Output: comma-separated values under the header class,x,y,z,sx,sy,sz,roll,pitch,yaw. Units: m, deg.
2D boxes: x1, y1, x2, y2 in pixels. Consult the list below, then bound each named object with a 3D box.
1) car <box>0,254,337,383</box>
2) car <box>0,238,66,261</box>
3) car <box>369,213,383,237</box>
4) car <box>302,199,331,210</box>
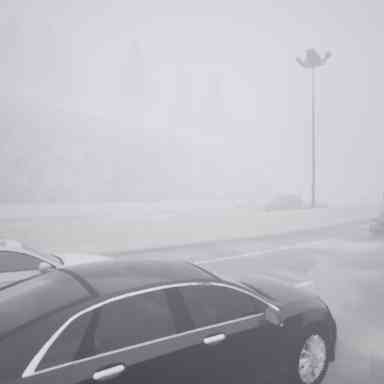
class,x,y,z,sx,sy,sz,roll,pitch,yaw
car,-0.351,1.514,3.623,4.892,1.490,1.837,0,0,-36
car,-3.346,1.541,5.760,4.674,1.442,1.812,0,0,-36
car,11.034,1.576,17.273,5.357,1.411,2.033,0,0,-42
car,11.938,1.661,32.873,1.895,1.301,4.718,0,0,45
